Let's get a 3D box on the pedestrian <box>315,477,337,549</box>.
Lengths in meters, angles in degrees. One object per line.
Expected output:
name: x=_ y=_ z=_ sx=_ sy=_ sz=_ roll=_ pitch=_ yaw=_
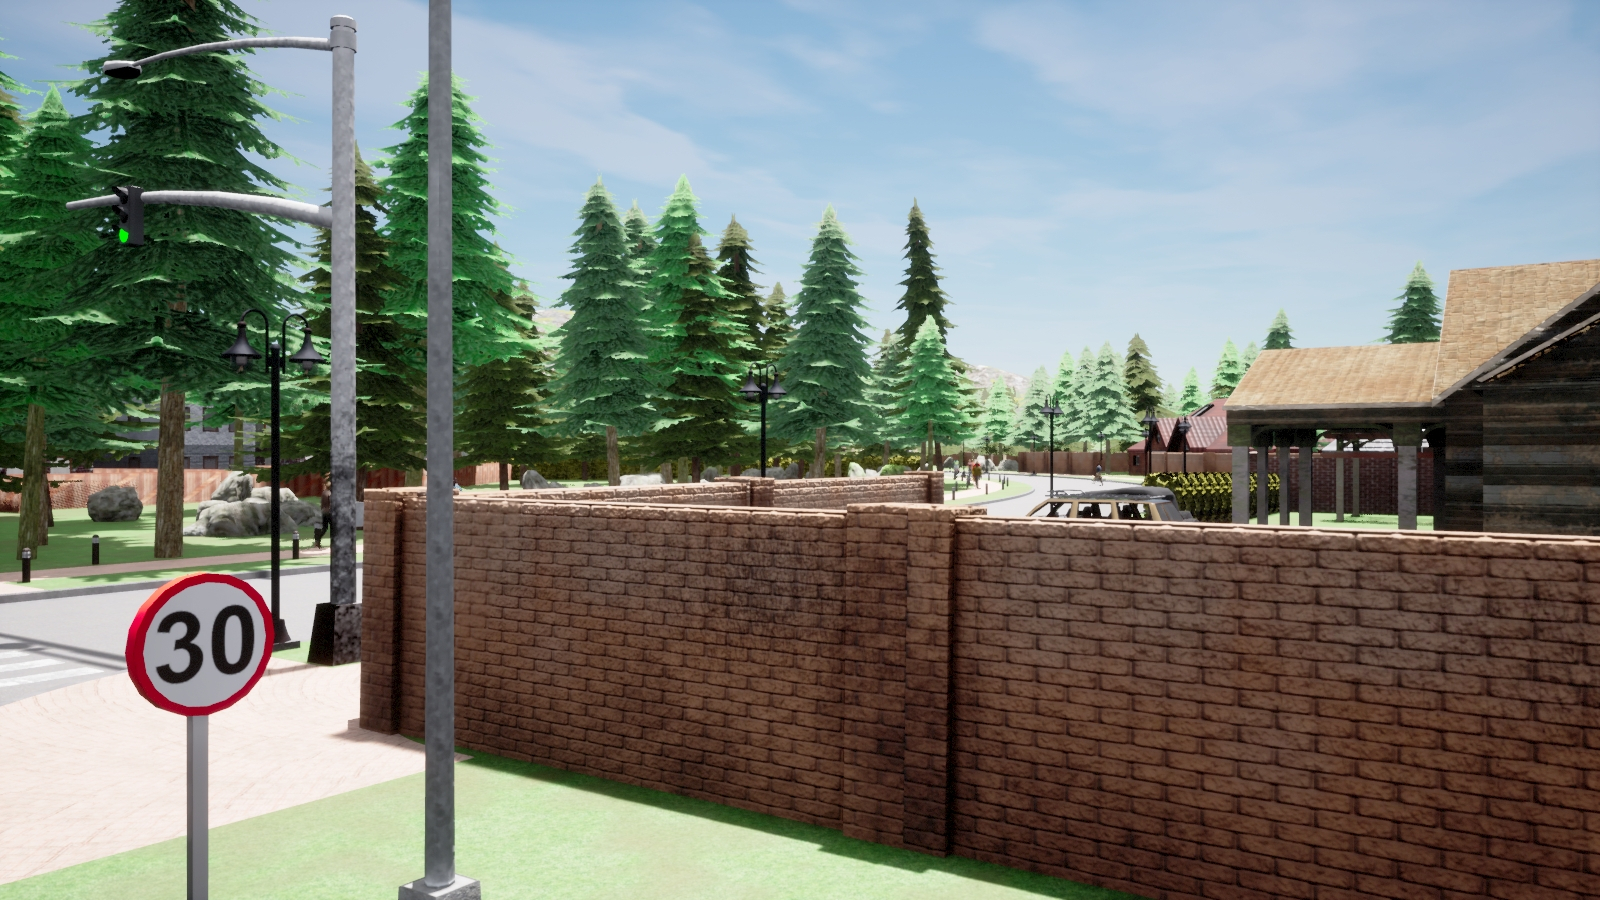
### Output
pedestrian: x=-12.424 y=1.647 z=29.972 sx=0.375 sy=1.860 sz=0.375 roll=0 pitch=0 yaw=27

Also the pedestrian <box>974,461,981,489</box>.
pedestrian: x=11.699 y=1.642 z=75.266 sx=0.375 sy=1.860 sz=0.375 roll=0 pitch=0 yaw=15
